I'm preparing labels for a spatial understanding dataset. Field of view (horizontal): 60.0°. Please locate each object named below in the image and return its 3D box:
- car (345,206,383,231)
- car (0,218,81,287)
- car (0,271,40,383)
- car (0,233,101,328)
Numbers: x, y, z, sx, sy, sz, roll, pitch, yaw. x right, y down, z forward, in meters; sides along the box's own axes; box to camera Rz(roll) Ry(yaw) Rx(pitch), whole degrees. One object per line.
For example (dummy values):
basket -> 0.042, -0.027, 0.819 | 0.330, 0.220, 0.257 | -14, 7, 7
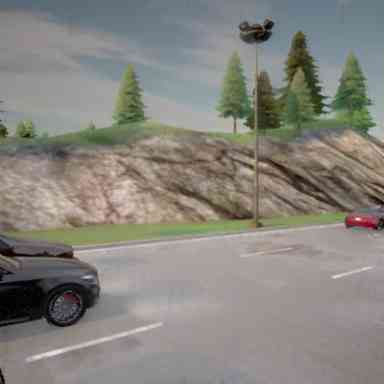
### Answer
car -> 11.370, 1.557, 20.700 | 4.181, 1.385, 1.994 | 0, 0, -36
car -> -5.758, 1.550, 8.239 | 5.357, 1.411, 2.033 | 0, 0, -36
car -> -3.108, 1.565, 1.535 | 4.181, 1.385, 1.994 | 0, 0, -36
car -> -3.849, 1.527, 5.311 | 4.674, 1.442, 1.812 | 0, 0, -36
